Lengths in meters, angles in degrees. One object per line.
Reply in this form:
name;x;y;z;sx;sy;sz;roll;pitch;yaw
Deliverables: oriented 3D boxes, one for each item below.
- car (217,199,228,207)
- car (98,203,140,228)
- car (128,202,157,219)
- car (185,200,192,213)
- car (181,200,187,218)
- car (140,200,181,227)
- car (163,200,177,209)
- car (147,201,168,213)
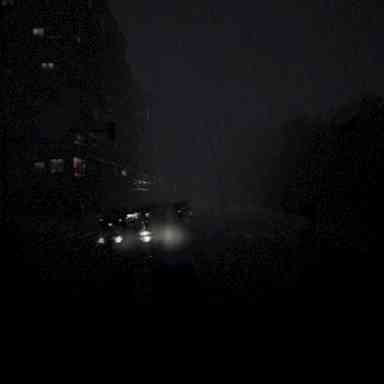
car;6.108;2.078;66.255;1.882;1.535;5.008;-1;-1;2
car;-5.467;1.853;25.320;2.033;1.411;5.357;-1;-1;2
car;-5.062;1.889;34.919;2.128;1.511;4.902;-1;-1;2
car;-1.413;1.957;44.143;1.837;1.490;4.892;-1;-1;2
car;-1.842;1.879;33.988;1.812;1.442;4.674;-1;-1;2
car;-2.227;1.620;25.013;2.097;1.767;4.553;-1;-1;2
car;-3.930;2.202;59.715;1.994;1.385;4.181;-1;-1;3
car;-4.616;1.989;45.254;2.128;1.511;4.902;-1;-1;2
